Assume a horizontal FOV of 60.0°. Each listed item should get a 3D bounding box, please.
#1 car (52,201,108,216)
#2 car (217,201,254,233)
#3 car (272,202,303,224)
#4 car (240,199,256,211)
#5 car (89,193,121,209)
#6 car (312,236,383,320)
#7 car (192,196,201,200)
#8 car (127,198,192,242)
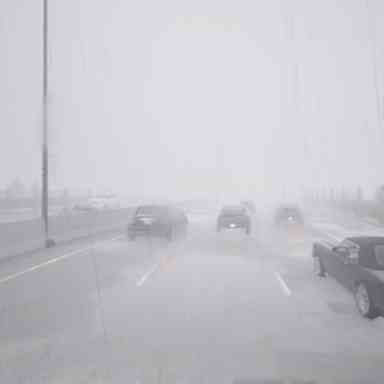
[{"bbox_3d":[-7.799,1.542,22.745,1.994,1.385,4.181,0,0,11],"label":"car"},{"bbox_3d":[2.590,1.515,19.947,1.837,1.490,4.892,0,0,11],"label":"car"},{"bbox_3d":[7.103,1.529,24.744,1.837,1.490,4.892,0,0,11],"label":"car"},{"bbox_3d":[6.173,1.527,37.756,1.837,1.490,4.892,0,0,12],"label":"car"},{"bbox_3d":[-10.976,1.194,42.066,2.150,2.045,5.566,0,0,12],"label":"car"},{"bbox_3d":[4.080,1.614,7.219,1.895,1.301,4.718,0,0,5],"label":"car"},{"bbox_3d":[0.758,1.530,64.218,2.033,1.411,5.357,0,-1,12],"label":"car"},{"bbox_3d":[-1.563,1.349,16.677,2.097,1.767,4.553,0,0,10],"label":"car"}]
